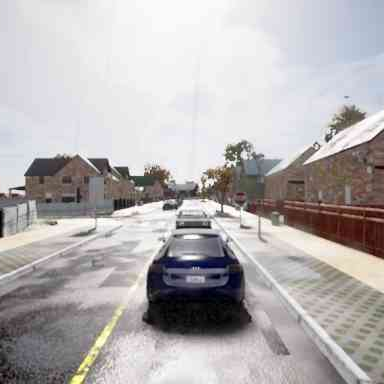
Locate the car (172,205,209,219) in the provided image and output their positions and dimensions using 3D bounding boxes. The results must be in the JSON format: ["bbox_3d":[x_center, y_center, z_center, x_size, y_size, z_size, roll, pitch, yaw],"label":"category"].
[{"bbox_3d":[-0.034,1.660,19.225,1.895,1.301,4.718,0,0,-3],"label":"car"}]

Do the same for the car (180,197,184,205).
[{"bbox_3d":[-2.844,1.621,58.086,2.097,1.767,4.553,0,0,0],"label":"car"}]

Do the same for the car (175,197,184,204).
[{"bbox_3d":[-2.776,1.878,73.096,1.837,1.490,4.892,0,0,0],"label":"car"}]

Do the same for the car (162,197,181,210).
[{"bbox_3d":[-2.856,1.748,45.000,1.994,1.385,4.181,0,0,0],"label":"car"}]

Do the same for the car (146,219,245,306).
[{"bbox_3d":[0.090,1.584,8.139,1.994,1.385,4.181,0,0,1],"label":"car"}]

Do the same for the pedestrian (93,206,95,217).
[{"bbox_3d":[-9.922,1.930,33.955,0.500,1.100,0.500,0,-2,5],"label":"pedestrian"}]
